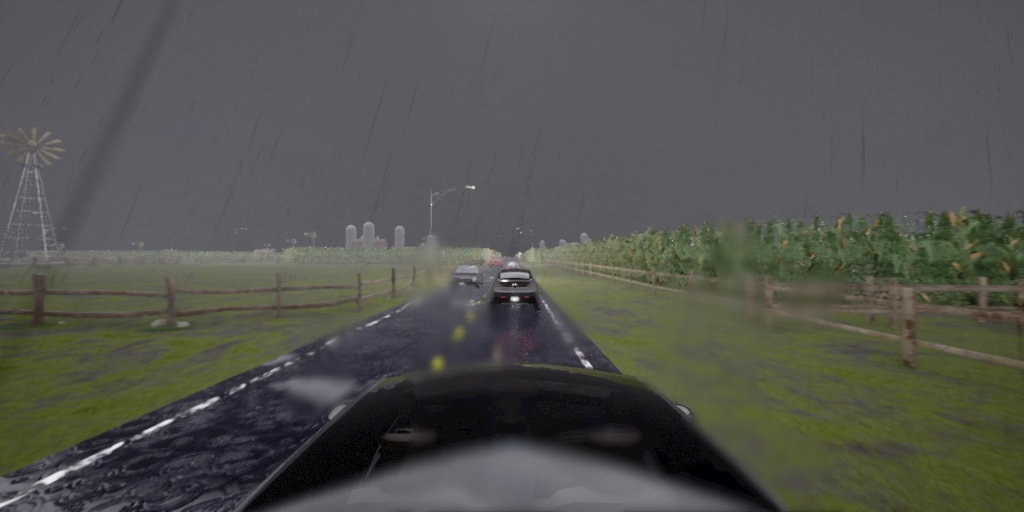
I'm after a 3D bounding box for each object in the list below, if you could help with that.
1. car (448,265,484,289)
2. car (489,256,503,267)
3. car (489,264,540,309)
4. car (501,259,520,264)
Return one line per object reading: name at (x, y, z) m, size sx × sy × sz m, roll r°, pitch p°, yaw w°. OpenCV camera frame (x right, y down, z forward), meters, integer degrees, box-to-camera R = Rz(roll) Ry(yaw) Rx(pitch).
car at (-2.842, 1.291, 23.465) m, size 2.033 × 1.411 × 5.357 m, roll 0°, pitch 0°, yaw 0°
car at (-2.754, 0.962, 63.225) m, size 2.150 × 2.045 × 5.566 m, roll 0°, pitch 0°, yaw 1°
car at (0.104, 1.252, 14.919) m, size 1.837 × 1.490 × 4.892 m, roll 0°, pitch 0°, yaw 0°
car at (0.113, 1.278, 39.221) m, size 2.033 × 1.411 × 5.357 m, roll 0°, pitch 0°, yaw 0°
